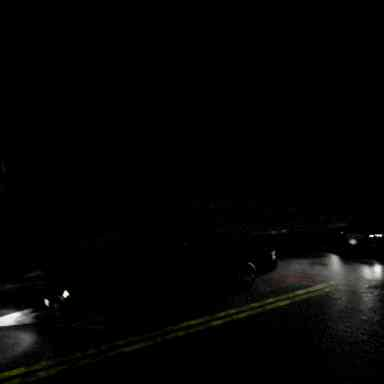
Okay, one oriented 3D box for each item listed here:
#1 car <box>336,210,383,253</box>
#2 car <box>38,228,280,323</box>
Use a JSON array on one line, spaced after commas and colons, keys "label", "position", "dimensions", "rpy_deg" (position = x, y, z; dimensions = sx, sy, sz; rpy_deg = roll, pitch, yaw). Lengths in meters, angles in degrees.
[{"label": "car", "position": [7.668, 1.488, 13.149], "dimensions": [4.902, 1.511, 2.128], "rpy_deg": [0, 0, -35]}, {"label": "car", "position": [-0.385, 1.546, 7.394], "dimensions": [5.357, 1.411, 2.033], "rpy_deg": [0, 0, -36]}]
